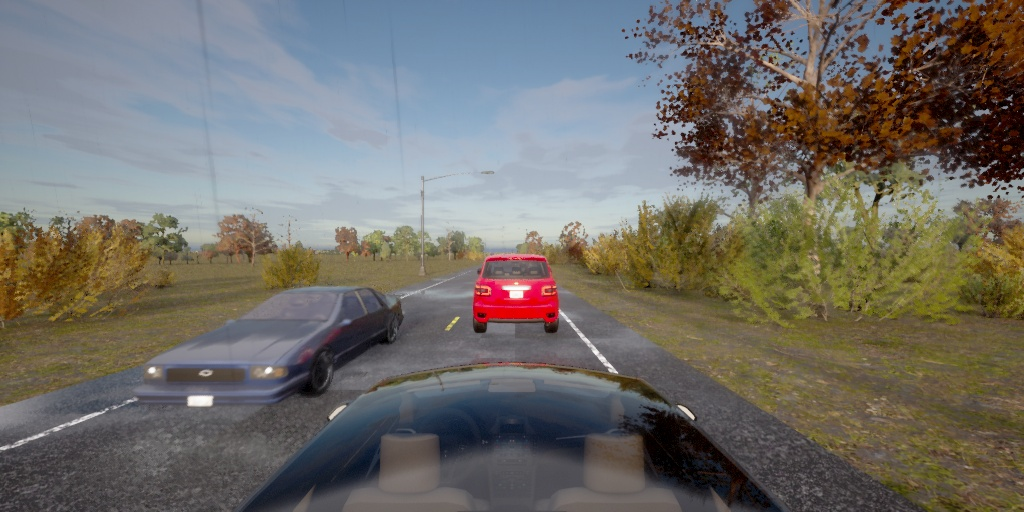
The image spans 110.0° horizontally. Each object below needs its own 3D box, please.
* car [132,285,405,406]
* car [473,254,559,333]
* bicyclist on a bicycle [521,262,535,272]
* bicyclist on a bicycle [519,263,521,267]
[{"bbox_3d":[-3.609,1.296,6.825,2.033,1.411,5.357,0,0,0],"label":"car"},{"bbox_3d":[0.089,0.968,10.864,2.150,2.045,5.566,0,0,0],"label":"car"},{"bbox_3d":[0.938,1.114,18.570,0.659,1.776,1.843,0,0,0],"label":"bicyclist on a bicycle"},{"bbox_3d":[0.896,1.111,28.583,0.659,1.776,1.843,0,0,0],"label":"bicyclist on a bicycle"}]
